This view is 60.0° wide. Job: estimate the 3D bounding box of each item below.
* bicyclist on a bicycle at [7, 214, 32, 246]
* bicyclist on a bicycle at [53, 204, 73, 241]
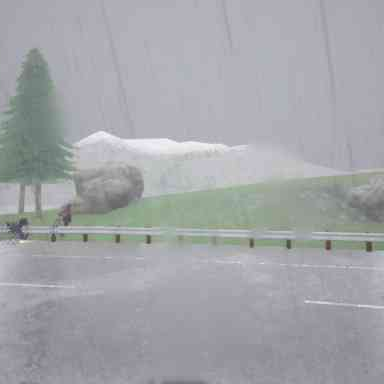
[{"bbox_3d":[-7.592,1.727,14.691,0.582,1.656,1.620,0,3,8],"label":"bicyclist on a bicycle"},{"bbox_3d":[-5.893,1.337,15.297,0.582,1.620,1.656,13,-27,3],"label":"bicyclist on a bicycle"}]
